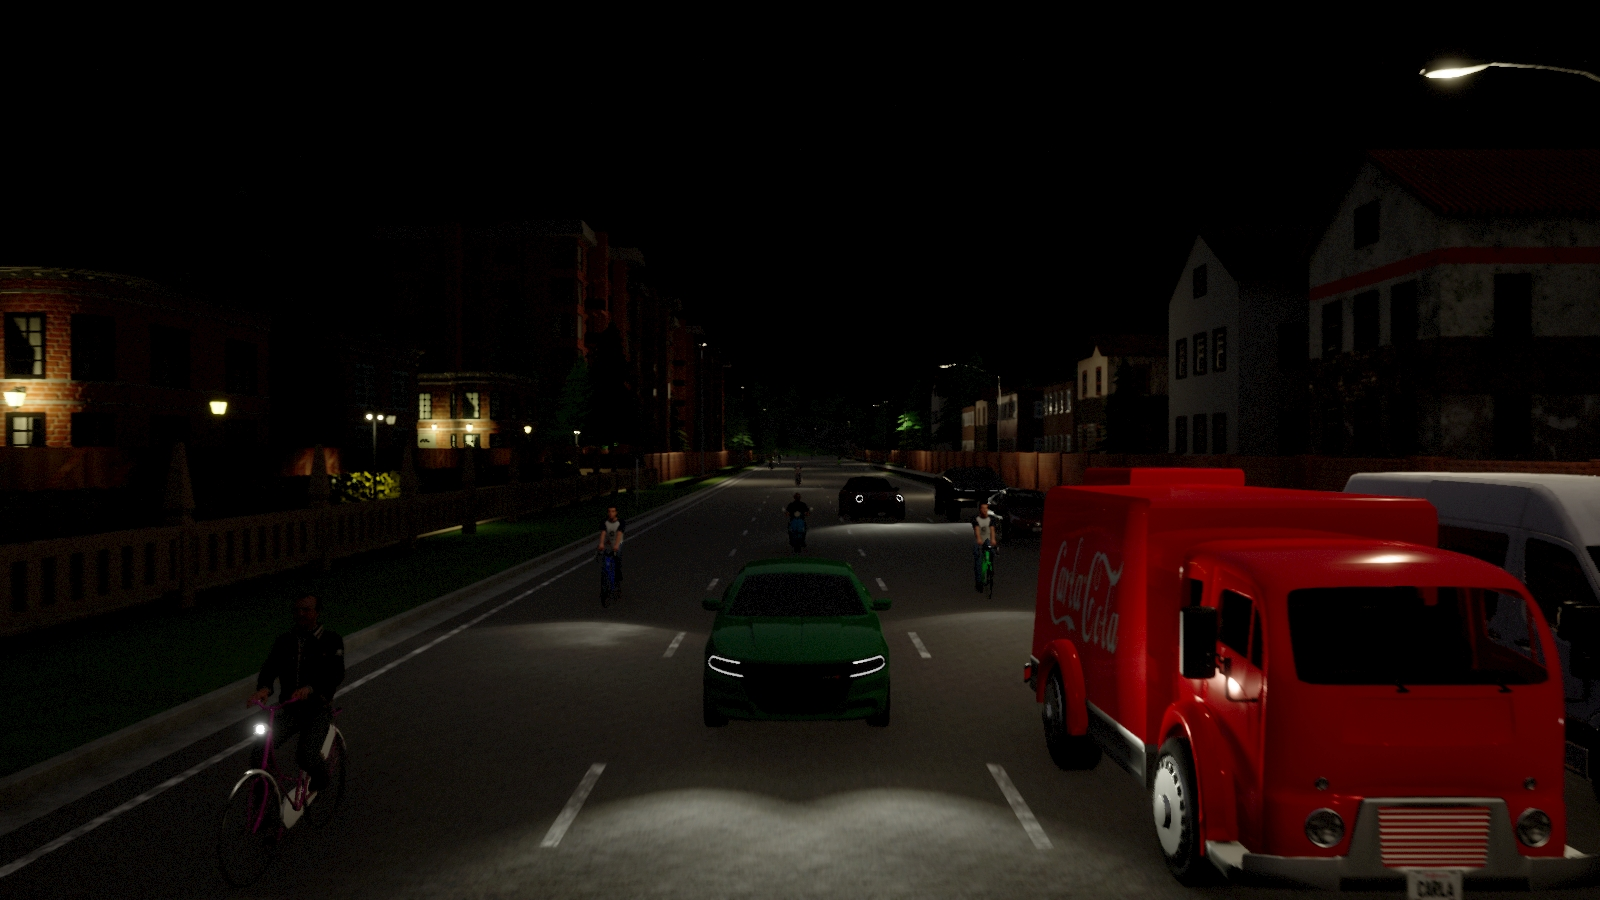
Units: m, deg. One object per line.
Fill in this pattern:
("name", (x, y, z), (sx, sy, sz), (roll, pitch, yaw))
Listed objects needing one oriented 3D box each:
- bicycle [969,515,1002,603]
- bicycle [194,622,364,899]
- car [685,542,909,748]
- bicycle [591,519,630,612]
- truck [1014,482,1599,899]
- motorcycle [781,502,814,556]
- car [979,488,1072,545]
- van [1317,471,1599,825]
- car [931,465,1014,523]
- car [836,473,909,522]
("bicycle", (3.513, 2.040, 21.719), (0.373, 1.496, 1.643), (0, 1, 0))
("bicycle", (-3.519, 2.053, 7.862), (0.329, 1.471, 1.835), (0, 0, 0))
("car", (-0.037, 2.024, 13.193), (2.097, 1.535, 5.006), (0, 0, 0))
("bicycle", (-3.398, 2.040, 20.558), (0.373, 1.496, 1.643), (0, 0, 1))
("truck", (3.470, 1.559, 8.860), (2.627, 2.467, 5.204), (0, 0, 0))
("motorcycle", (-0.070, 2.119, 30.925), (0.856, 1.316, 1.805), (0, 0, 0))
("car", (6.915, 2.014, 35.518), (2.007, 1.525, 4.514), (0, 0, 0))
("van", (6.972, 1.526, 10.239), (1.988, 2.561, 5.915), (0, 0, 0))
("car", (6.897, 1.721, 46.371), (2.390, 2.098, 6.274), (0, 0, 0))
("car", (2.852, 1.873, 45.970), (2.097, 1.767, 4.553), (0, 0, -7))
